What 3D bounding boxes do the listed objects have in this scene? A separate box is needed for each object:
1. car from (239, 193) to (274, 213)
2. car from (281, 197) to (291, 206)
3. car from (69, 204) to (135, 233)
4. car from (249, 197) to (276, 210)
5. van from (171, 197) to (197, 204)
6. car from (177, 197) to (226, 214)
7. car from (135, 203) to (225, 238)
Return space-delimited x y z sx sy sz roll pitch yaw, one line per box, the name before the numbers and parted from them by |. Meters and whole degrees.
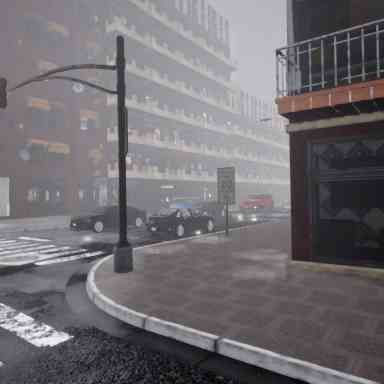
car | 7.252 1.174 36.868 2.150 2.045 5.566 -1 -1 35
car | 15.706 1.495 52.932 1.752 1.417 4.829 -1 -1 36
car | -4.876 1.475 19.908 1.882 1.535 5.008 -1 -1 36
car | 9.324 1.430 44.008 1.967 1.590 4.097 -1 -1 36
van | -0.398 1.365 30.414 1.690 1.788 3.998 -1 -1 36
car | 1.169 1.478 28.360 1.837 1.490 4.892 -1 -1 35
car | -0.463 1.435 16.769 2.008 1.369 4.403 -1 -1 36
